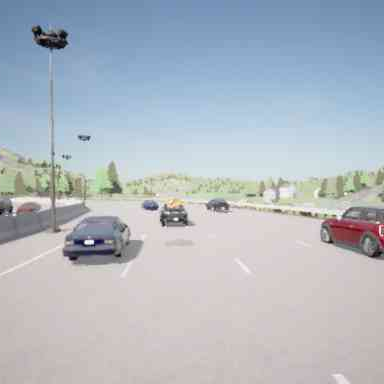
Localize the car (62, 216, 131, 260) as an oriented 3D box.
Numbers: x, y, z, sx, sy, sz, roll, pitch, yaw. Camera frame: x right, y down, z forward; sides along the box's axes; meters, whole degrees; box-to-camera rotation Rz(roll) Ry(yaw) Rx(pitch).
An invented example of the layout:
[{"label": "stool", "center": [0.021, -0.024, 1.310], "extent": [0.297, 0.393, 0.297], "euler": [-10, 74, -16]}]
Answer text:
[{"label": "car", "center": [-3.493, 1.633, 12.935], "extent": [2.033, 1.411, 5.357], "euler": [-1, 0, -6]}]

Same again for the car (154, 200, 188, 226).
[{"label": "car", "center": [-1.447, 1.577, 24.396], "extent": [2.128, 1.511, 4.902], "euler": [-1, 0, -9]}]

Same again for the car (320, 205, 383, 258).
[{"label": "car", "center": [6.734, 1.286, 12.651], "extent": [2.097, 1.767, 4.553], "euler": [-1, 0, -4]}]

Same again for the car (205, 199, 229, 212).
[{"label": "car", "center": [2.921, 1.566, 39.600], "extent": [1.837, 1.490, 4.892], "euler": [1, 0, -14]}]

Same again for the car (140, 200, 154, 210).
[{"label": "car", "center": [-5.927, 1.771, 46.037], "extent": [1.994, 1.385, 4.181], "euler": [-1, 0, -16]}]

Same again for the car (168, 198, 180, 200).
[{"label": "car", "center": [-2.691, 1.642, 47.630], "extent": [1.882, 1.535, 5.008], "euler": [0, 0, -17]}]

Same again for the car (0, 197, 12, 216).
[{"label": "car", "center": [-22.208, 1.645, 38.120], "extent": [2.150, 2.045, 5.566], "euler": [-1, 0, -14]}]

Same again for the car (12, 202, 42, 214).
[{"label": "car", "center": [-18.688, 1.852, 38.410], "extent": [1.882, 1.535, 5.008], "euler": [-1, 0, -13]}]
